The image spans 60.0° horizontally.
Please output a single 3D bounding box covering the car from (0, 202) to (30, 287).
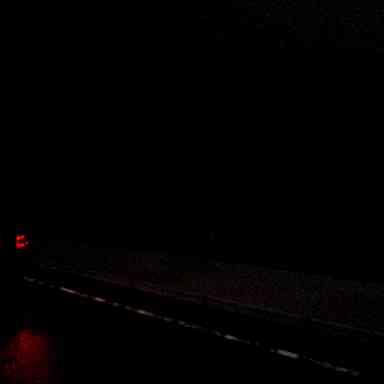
[{"bbox_3d":[-6.199,1.221,8.081,5.566,2.045,2.150,0,0,35],"label":"car"}]
